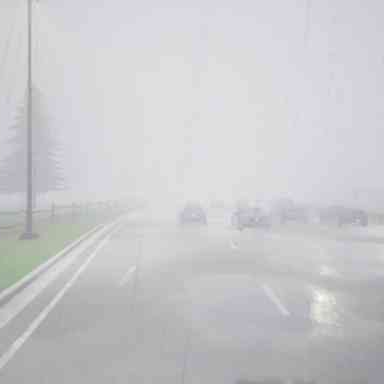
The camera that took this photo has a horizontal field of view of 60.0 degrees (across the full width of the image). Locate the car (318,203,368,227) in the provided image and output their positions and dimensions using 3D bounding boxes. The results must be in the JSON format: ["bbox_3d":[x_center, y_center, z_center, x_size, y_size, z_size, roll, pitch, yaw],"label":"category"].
[{"bbox_3d":[10.517,1.552,23.465,1.837,1.490,4.892,0,0,0],"label":"car"}]

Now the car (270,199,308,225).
[{"bbox_3d":[7.102,1.542,24.920,2.128,1.511,4.902,0,0,0],"label":"car"}]

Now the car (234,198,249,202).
[{"bbox_3d":[7.102,1.588,47.928,2.128,1.511,4.902,0,0,0],"label":"car"}]

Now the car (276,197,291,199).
[{"bbox_3d":[10.561,1.429,38.925,2.097,1.767,4.553,0,0,0],"label":"car"}]

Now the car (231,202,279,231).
[{"bbox_3d":[3.601,1.590,20.928,2.033,1.411,5.357,0,0,0],"label":"car"}]

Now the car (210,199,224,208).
[{"bbox_3d":[3.603,1.661,48.515,1.994,1.385,4.181,0,0,0],"label":"car"}]

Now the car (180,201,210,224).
[{"bbox_3d":[0.101,1.614,25.154,1.994,1.385,4.181,0,0,0],"label":"car"}]

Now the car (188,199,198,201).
[{"bbox_3d":[0.101,1.699,49.470,1.895,1.301,4.718,0,0,0],"label":"car"}]
